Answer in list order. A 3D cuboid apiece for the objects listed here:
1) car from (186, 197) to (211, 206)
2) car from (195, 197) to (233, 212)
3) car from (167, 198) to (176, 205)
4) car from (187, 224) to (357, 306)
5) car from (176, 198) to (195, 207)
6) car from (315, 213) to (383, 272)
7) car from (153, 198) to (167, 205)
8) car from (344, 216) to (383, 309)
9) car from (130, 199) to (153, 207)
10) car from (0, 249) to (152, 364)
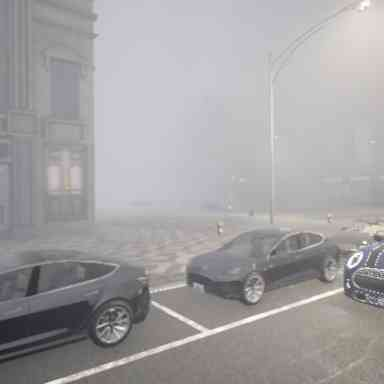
[{"bbox_3d":[1.054,1.719,60.251,1.882,1.535,5.008,0,0,-36],"label":"car"},{"bbox_3d":[3.008,1.681,41.028,2.128,1.511,4.902,0,0,-36],"label":"car"},{"bbox_3d":[-5.089,1.922,68.499,1.895,1.301,4.718,0,0,-37],"label":"car"},{"bbox_3d":[1.888,1.578,8.093,4.313,1.339,1.947,0,0,-36],"label":"car"},{"bbox_3d":[-0.108,1.738,56.359,2.128,1.511,4.902,0,0,-36],"label":"car"},{"bbox_3d":[6.424,1.552,11.439,4.403,1.369,2.008,0,0,-36],"label":"car"},{"bbox_3d":[-7.453,1.937,66.230,1.895,1.301,4.718,0,0,-37],"label":"car"},{"bbox_3d":[5.237,1.347,7.128,4.553,1.767,2.097,0,0,-36],"label":"car"},{"bbox_3d":[-9.131,1.910,57.574,1.994,1.385,4.181,0,0,-36],"label":"car"},{"bbox_3d":[-2.648,1.590,4.748,4.313,1.339,1.947,0,0,-36],"label":"car"}]
